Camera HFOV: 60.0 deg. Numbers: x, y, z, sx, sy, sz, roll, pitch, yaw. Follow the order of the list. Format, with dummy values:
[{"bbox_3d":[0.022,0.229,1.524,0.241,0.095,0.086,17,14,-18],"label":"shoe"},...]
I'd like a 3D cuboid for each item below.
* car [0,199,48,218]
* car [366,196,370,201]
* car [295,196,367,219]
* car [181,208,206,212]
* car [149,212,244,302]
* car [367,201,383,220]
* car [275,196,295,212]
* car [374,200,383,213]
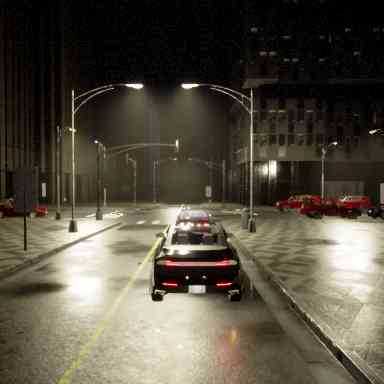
[{"bbox_3d":[-14.967,1.567,29.050,4.507,1.381,1.887,0,1,0],"label":"car"},{"bbox_3d":[17.688,1.354,37.725,5.009,1.841,2.192,0,1,0],"label":"car"},{"bbox_3d":[12.074,1.463,29.175,5.009,1.841,2.192,0,1,0],"label":"car"},{"bbox_3d":[0.072,1.550,17.963,2.033,1.411,5.357,0,0,0],"label":"car"},{"bbox_3d":[0.086,1.490,8.253,2.128,1.511,4.902,0,0,0],"label":"car"},{"bbox_3d":[17.717,1.743,29.204,4.313,1.339,1.947,0,1,0],"label":"car"},{"bbox_3d":[12.044,1.325,37.698,5.009,1.841,2.192,0,1,0],"label":"car"},{"bbox_3d":[23.329,1.634,37.754,4.313,1.339,1.947,0,1,0],"label":"car"}]
